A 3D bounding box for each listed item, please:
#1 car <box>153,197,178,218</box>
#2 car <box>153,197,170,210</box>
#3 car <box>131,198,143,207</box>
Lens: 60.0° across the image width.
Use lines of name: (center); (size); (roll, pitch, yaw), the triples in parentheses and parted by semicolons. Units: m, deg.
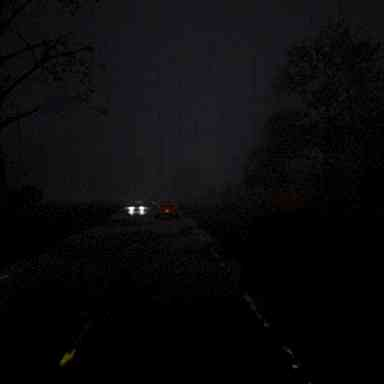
car: (-2.251, 1.384, 28.755); (1.882, 1.535, 5.008); (-1, -1, -6)
car: (-3.883, 1.398, 41.665); (1.812, 1.442, 4.674); (-1, 0, -8)
car: (-8.191, 1.491, 49.620); (1.895, 1.301, 4.718); (-1, 0, -9)
